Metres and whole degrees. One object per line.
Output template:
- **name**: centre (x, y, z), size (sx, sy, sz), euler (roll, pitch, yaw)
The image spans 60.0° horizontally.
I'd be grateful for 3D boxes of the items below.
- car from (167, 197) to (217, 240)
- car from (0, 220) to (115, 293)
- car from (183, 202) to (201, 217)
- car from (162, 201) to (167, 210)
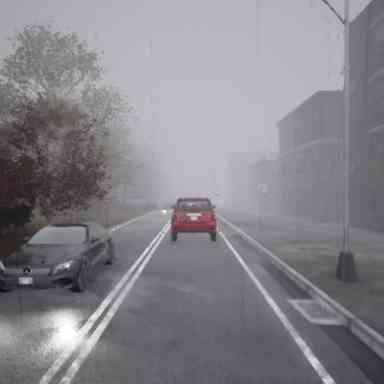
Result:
- **car**: centre (0.083, 1.279, 17.543), size (2.150, 2.045, 5.566), euler (0, 0, 0)
- **car**: centre (-3.356, 1.539, 9.044), size (1.812, 1.442, 4.674), euler (0, 0, 0)
- **car**: centre (0.031, 1.789, 35.833), size (1.812, 1.442, 4.674), euler (0, -1, 0)
- **car**: centre (-3.457, 2.096, 51.075), size (1.994, 1.385, 4.181), euler (0, -1, 0)
